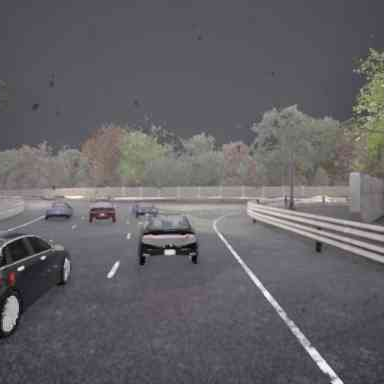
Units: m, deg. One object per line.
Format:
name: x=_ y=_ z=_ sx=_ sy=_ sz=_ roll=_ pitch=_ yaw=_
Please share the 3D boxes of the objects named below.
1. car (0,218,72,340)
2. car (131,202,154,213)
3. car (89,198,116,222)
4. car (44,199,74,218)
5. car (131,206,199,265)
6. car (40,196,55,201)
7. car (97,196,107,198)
car: x=-3.809 y=1.511 z=6.462 sx=1.837 sy=1.490 sz=4.892 roll=0 pitch=0 yaw=-4
car: x=-4.337 y=1.586 z=29.824 sx=1.895 sy=1.301 sz=4.718 roll=0 pitch=0 yaw=-16
car: x=-7.048 y=1.475 z=26.296 sx=1.882 sy=1.535 sz=5.008 roll=0 pitch=0 yaw=-14
car: x=-11.269 y=1.573 z=28.502 sx=1.994 sy=1.385 sz=4.181 roll=0 pitch=0 yaw=-16
car: x=-0.901 y=1.483 z=11.764 sx=2.128 sy=1.511 sz=4.902 roll=0 pitch=0 yaw=-7
car: x=-35.286 y=1.631 z=81.248 sx=4.718 sy=1.301 sz=1.895 roll=0 pitch=0 yaw=43
car: x=-15.074 y=1.473 z=55.273 sx=1.882 sy=1.535 sz=5.008 roll=0 pitch=0 yaw=-30
